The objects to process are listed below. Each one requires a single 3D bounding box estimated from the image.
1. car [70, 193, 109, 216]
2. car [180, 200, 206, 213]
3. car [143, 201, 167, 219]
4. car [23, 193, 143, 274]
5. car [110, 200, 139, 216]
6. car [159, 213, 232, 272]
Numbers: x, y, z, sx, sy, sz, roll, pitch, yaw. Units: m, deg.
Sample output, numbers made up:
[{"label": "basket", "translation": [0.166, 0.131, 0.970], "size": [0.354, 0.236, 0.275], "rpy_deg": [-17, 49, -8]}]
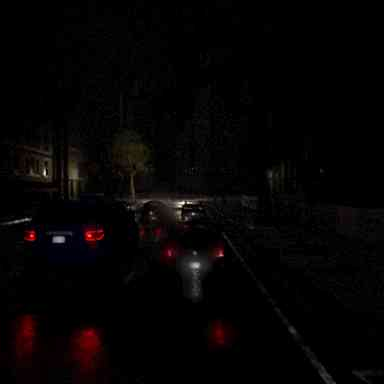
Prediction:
[{"label": "car", "translation": [-9.844, 1.131, 32.482], "size": [2.150, 2.045, 5.566], "rpy_deg": [0, 0, 0]}, {"label": "car", "translation": [0.093, 1.419, 27.231], "size": [2.128, 1.511, 4.902], "rpy_deg": [0, 0, 0]}, {"label": "car", "translation": [-3.154, 1.451, 28.072], "size": [1.812, 1.442, 4.674], "rpy_deg": [0, 0, 0]}, {"label": "car", "translation": [-3.160, 1.202, 10.579], "size": [2.150, 2.045, 5.566], "rpy_deg": [0, 0, 0]}, {"label": "car", "translation": [-6.592, 1.508, 32.962], "size": [1.895, 1.301, 4.718], "rpy_deg": [0, 0, 0]}, {"label": "car", "translation": [0.093, 1.578, 10.676], "size": [1.895, 1.301, 4.718], "rpy_deg": [0, 0, 0]}]
